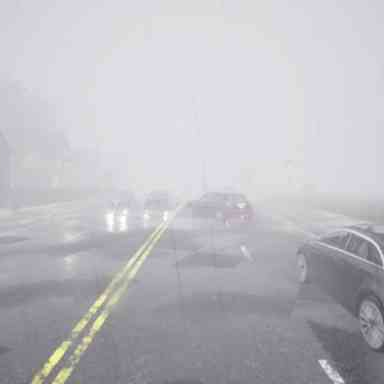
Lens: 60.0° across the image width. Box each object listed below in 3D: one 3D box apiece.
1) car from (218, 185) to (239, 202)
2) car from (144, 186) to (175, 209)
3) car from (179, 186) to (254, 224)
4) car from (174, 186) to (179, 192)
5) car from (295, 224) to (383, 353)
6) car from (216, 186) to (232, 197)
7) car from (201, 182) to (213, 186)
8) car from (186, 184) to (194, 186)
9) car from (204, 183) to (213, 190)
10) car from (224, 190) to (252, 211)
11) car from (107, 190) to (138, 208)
[{"bbox_3d":[4.139,0.119,38.543,2.097,1.767,4.553,0,2,3],"label":"car"},{"bbox_3d":[-2.824,0.562,28.583,1.882,1.535,5.008,0,2,2],"label":"car"},{"bbox_3d":[1.455,0.728,19.364,2.097,1.767,4.553,-1,2,-33],"label":"car"},{"bbox_3d":[-3.713,-0.614,69.780,1.895,1.301,4.718,0,2,4],"label":"car"},{"bbox_3d":[3.276,1.303,5.775,2.128,1.511,4.902,0,2,0],"label":"car"},{"bbox_3d":[4.691,-0.087,49.502,2.128,1.511,4.902,0,2,3],"label":"car"},{"bbox_3d":[3.102,-1.097,73.437,2.150,2.045,5.566,0,2,5],"label":"car"},{"bbox_3d":[-0.502,-0.836,69.145,2.097,1.767,4.553,0,2,4],"label":"car"},{"bbox_3d":[4.193,-1.347,85.663,2.097,1.767,4.553,0,2,6],"label":"car"},{"bbox_3d":[3.720,0.637,27.647,1.812,1.442,4.674,0,2,2],"label":"car"},{"bbox_3d":[-6.051,0.556,29.270,2.128,1.511,4.902,0,2,2],"label":"car"}]
